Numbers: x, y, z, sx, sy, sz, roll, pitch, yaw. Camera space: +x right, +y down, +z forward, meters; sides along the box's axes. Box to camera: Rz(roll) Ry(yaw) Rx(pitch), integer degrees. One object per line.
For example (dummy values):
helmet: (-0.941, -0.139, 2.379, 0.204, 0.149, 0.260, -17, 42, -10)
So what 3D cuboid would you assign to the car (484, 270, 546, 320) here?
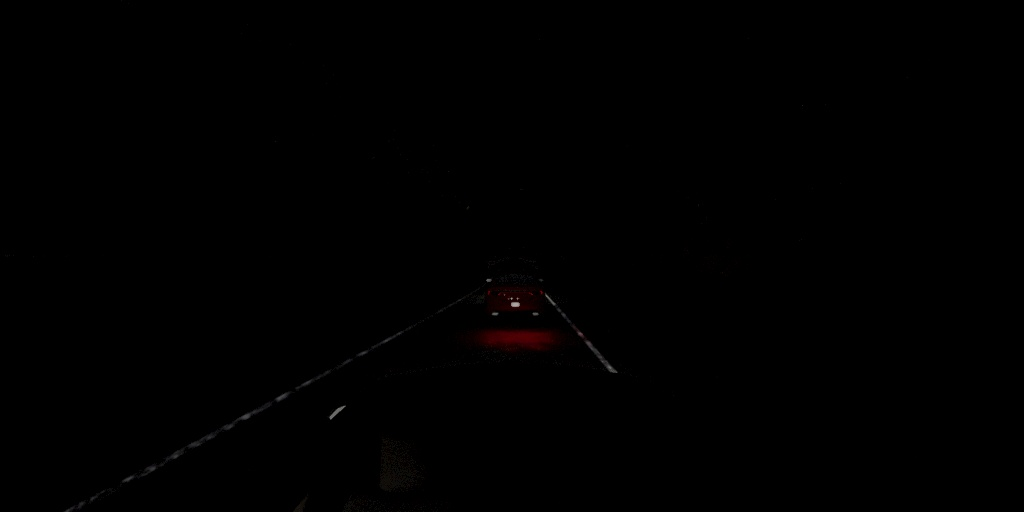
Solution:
car: (0.098, 1.230, 12.678, 1.882, 1.535, 5.008, 0, 0, 0)
